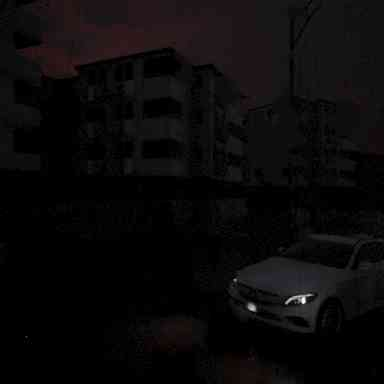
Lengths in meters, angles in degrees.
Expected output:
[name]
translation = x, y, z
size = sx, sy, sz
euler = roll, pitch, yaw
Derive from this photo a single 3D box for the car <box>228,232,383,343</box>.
[car]
translation = 2.850, 1.570, 6.636
size = 4.674, 1.442, 1.812
euler = 0, 0, -35
